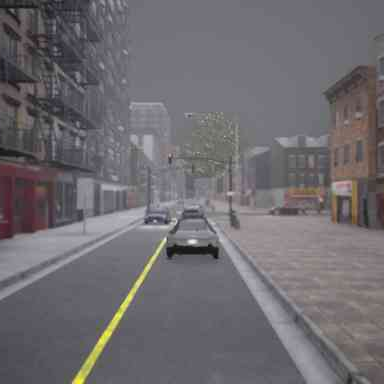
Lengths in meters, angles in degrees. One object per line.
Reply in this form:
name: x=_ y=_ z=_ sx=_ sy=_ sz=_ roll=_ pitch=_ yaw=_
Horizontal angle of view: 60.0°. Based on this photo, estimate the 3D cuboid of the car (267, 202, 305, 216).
car: x=10.942 y=1.924 z=38.917 sx=4.097 sy=1.590 sz=1.967 roll=0 pitch=-1 yaw=0

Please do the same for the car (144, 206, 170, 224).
car: x=-2.747 y=1.837 z=27.540 sx=2.033 sy=1.411 sz=5.357 roll=0 pitch=-1 yaw=0

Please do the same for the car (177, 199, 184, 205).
car: x=-2.717 y=2.405 z=80.323 sx=2.033 sy=1.411 sz=5.357 roll=0 pitch=-1 yaw=0

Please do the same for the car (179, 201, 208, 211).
car: x=0.236 y=1.806 z=28.479 sx=1.837 sy=1.490 sz=4.892 roll=0 pitch=0 yaw=5

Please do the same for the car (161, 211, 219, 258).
car: x=0.028 y=1.706 z=13.496 sx=1.994 sy=1.385 sz=4.181 roll=0 pitch=-1 yaw=0
